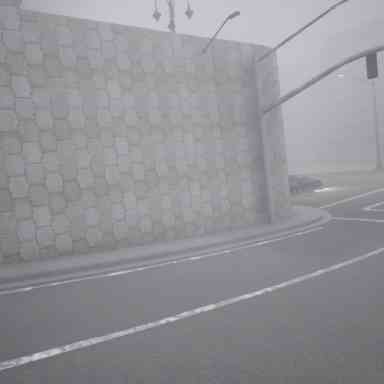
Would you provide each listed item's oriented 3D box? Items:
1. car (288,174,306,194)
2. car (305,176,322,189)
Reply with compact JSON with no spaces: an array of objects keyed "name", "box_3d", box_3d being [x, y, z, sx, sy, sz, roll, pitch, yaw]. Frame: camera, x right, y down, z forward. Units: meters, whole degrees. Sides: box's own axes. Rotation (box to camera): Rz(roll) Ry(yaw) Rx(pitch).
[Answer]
[{"name":"car","box_3d":[6.806,-0.597,28.333,2.097,1.767,4.553,-10,6,-35]},{"name":"car","box_3d":[9.628,-0.901,30.395,1.994,1.385,4.181,-10,6,-34]}]
